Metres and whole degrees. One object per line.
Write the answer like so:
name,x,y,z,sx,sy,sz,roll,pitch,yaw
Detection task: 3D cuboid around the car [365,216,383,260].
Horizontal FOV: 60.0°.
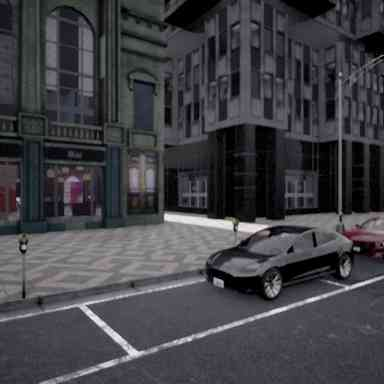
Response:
car,6.921,1.513,11.603,4.507,1.381,1.887,0,0,-36

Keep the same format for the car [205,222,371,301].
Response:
car,2.336,1.549,8.324,4.313,1.339,1.947,0,0,-36
